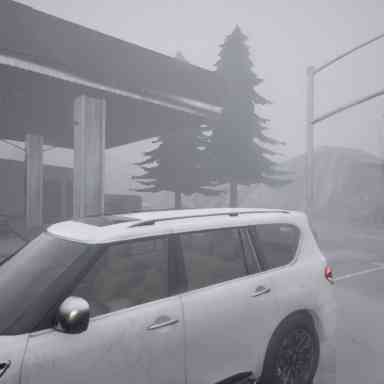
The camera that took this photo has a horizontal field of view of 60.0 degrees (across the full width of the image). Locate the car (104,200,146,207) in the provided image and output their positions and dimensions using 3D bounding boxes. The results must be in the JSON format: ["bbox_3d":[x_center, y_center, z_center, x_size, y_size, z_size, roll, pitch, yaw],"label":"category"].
[{"bbox_3d":[-4.453,1.446,18.318,1.905,1.878,3.866,1,0,-36],"label":"car"}]

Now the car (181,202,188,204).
[{"bbox_3d":[-0.648,1.720,31.911,1.812,1.442,4.674,1,0,-35],"label":"car"}]

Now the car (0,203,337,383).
[{"bbox_3d":[-0.746,1.256,3.520,5.566,2.045,2.150,-1,0,-36],"label":"car"}]

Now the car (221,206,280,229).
[{"bbox_3d":[4.267,1.816,24.911,1.994,1.385,4.181,1,0,-35],"label":"car"}]

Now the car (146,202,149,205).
[{"bbox_3d":[-6.511,1.652,40.240,1.812,1.442,4.674,1,0,-35],"label":"car"}]

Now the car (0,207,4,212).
[{"bbox_3d":[-11.583,1.521,18.528,2.242,1.667,4.611,1,0,-36],"label":"car"}]

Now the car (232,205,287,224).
[{"bbox_3d":[5.802,1.876,29.156,1.895,1.301,4.718,1,0,-35],"label":"car"}]
